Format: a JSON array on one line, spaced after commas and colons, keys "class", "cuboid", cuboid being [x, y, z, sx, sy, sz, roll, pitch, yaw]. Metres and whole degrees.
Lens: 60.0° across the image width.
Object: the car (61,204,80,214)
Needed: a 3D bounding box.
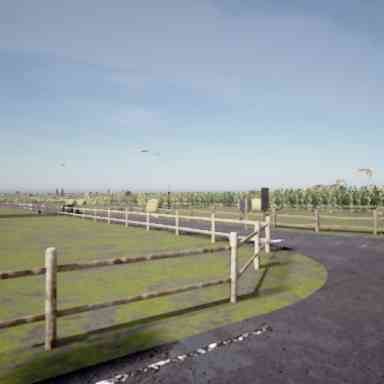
[{"class": "car", "cuboid": [-18.411, 2.566, 50.420, 1.837, 1.490, 4.892, 0, -1, -35]}]
